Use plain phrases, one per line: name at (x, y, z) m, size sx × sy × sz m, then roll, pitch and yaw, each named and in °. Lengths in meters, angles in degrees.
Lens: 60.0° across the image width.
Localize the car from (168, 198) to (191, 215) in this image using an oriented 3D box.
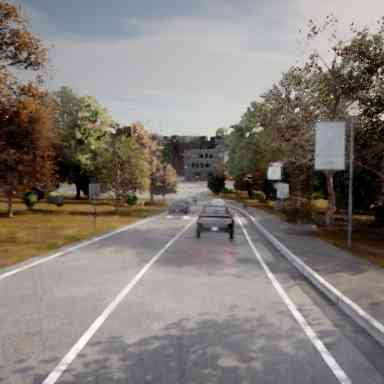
car at (-1.164, 1.422, 32.722) m, size 1.837 × 1.490 × 4.892 m, roll 1°, pitch 0°, yaw 4°

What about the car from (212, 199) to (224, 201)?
car at (2.776, 1.468, 35.877) m, size 1.812 × 1.442 × 4.674 m, roll 0°, pitch 0°, yaw 4°

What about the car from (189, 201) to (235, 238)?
car at (1.264, 1.471, 17.730) m, size 2.128 × 1.511 × 4.902 m, roll 1°, pitch 0°, yaw 5°
